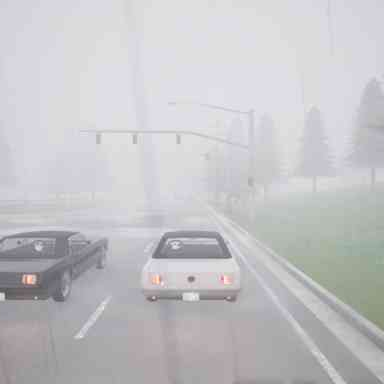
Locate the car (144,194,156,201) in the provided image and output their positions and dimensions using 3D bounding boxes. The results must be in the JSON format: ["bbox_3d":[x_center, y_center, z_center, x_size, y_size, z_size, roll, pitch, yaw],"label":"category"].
[{"bbox_3d":[-10.562,1.587,82.498,1.895,1.301,4.718,0,0,0],"label":"car"}]

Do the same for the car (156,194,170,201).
[{"bbox_3d":[-7.062,1.517,82.053,2.128,1.511,4.902,0,0,0],"label":"car"}]

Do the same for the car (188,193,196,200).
[{"bbox_3d":[-0.070,1.187,92.449,2.097,1.767,4.553,0,0,0],"label":"car"}]

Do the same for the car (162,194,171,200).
[{"bbox_3d":[-7.070,1.372,92.473,2.033,1.411,5.357,0,0,0],"label":"car"}]

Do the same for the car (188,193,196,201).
[{"bbox_3d":[-0.062,1.517,82.059,2.128,1.511,4.902,0,0,0],"label":"car"}]

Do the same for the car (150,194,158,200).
[{"bbox_3d":[-10.570,1.356,92.471,1.812,1.442,4.674,0,0,0],"label":"car"}]

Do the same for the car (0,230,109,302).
[{"bbox_3d":[-3.493,1.601,8.219,1.895,1.301,4.718,0,0,0],"label":"car"}]

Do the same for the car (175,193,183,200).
[{"bbox_3d":[-3.570,1.187,92.446,2.097,1.767,4.553,0,0,0],"label":"car"}]

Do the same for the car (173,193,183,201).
[{"bbox_3d":[-3.562,1.347,82.443,2.097,1.767,4.553,0,0,0],"label":"car"}]

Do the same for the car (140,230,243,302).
[{"bbox_3d":[0.007,1.601,8.222,1.895,1.301,4.718,0,0,0],"label":"car"}]
